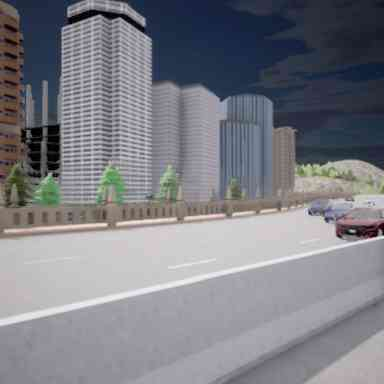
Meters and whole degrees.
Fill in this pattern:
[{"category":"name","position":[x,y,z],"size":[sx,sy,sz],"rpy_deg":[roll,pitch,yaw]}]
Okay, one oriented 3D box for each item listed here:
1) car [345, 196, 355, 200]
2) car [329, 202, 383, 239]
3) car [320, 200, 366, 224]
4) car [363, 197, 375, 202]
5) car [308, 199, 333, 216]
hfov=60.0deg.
[{"category":"car","position":[33.422,1.535,70.315],"size":[1.837,1.490,4.892],"rpy_deg":[0,0,28]},{"category":"car","position":[9.029,1.523,17.014],"size":[1.882,1.535,5.008],"rpy_deg":[0,0,43]},{"category":"car","position":[11.526,1.596,25.191],"size":[1.812,1.442,4.674],"rpy_deg":[0,0,38]},{"category":"car","position":[32.601,1.681,61.255],"size":[1.812,1.442,4.674],"rpy_deg":[0,0,28]},{"category":"car","position":[13.105,1.450,33.282],"size":[2.097,1.767,4.553],"rpy_deg":[0,0,33]}]
